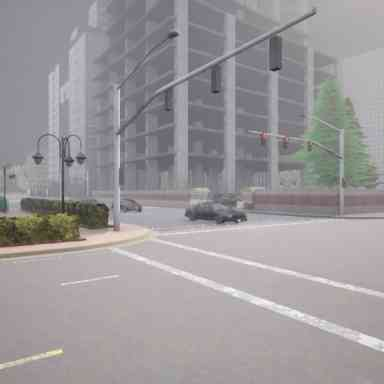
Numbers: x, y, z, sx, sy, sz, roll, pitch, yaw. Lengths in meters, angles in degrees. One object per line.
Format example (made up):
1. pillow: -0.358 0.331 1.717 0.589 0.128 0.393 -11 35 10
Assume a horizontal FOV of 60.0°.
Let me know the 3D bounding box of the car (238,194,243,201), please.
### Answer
1. car: 7.382 1.114 55.179 1.905 1.878 3.866 0 0 -36

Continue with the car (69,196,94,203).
1. car: -16.648 1.434 48.944 2.128 1.511 4.902 0 0 -36

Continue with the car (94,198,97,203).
1. car: -20.676 1.545 66.696 1.895 1.301 4.718 0 0 -36

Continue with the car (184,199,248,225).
1. car: 1.539 1.493 23.894 2.033 1.411 5.357 0 0 -36

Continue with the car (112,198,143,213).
1. car: -7.015 1.448 35.659 1.837 1.490 4.892 0 0 -36

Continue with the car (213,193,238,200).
1. car: 4.993 1.114 53.464 1.905 1.878 3.866 0 0 -36
